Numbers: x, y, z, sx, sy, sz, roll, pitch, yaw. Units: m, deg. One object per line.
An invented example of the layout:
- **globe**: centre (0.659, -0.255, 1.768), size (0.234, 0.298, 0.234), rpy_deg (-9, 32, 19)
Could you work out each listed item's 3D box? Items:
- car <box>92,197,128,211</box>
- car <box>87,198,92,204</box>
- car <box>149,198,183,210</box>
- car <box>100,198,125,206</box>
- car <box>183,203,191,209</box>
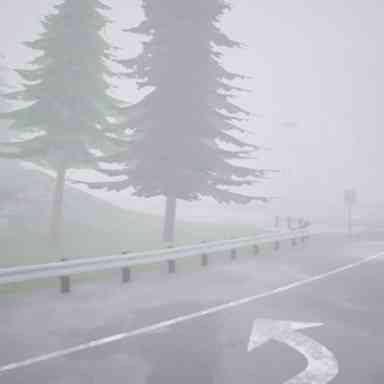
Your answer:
- **car**: centre (-10.344, 1.675, 43.145), size (4.902, 1.511, 2.128), rpy_deg (0, 0, 41)
- **car**: centre (-16.243, 1.652, 57.467), size (4.892, 1.490, 1.837), rpy_deg (1, 0, 41)
- **car**: centre (-3.991, 1.602, 46.930), size (4.553, 1.767, 2.097), rpy_deg (0, 0, 41)
- **car**: centre (-14.508, 1.771, 60.611), size (4.718, 1.301, 1.895), rpy_deg (1, 0, 41)
- **car**: centre (-2.462, 1.876, 50.225), size (4.718, 1.301, 1.895), rpy_deg (0, 0, 41)
